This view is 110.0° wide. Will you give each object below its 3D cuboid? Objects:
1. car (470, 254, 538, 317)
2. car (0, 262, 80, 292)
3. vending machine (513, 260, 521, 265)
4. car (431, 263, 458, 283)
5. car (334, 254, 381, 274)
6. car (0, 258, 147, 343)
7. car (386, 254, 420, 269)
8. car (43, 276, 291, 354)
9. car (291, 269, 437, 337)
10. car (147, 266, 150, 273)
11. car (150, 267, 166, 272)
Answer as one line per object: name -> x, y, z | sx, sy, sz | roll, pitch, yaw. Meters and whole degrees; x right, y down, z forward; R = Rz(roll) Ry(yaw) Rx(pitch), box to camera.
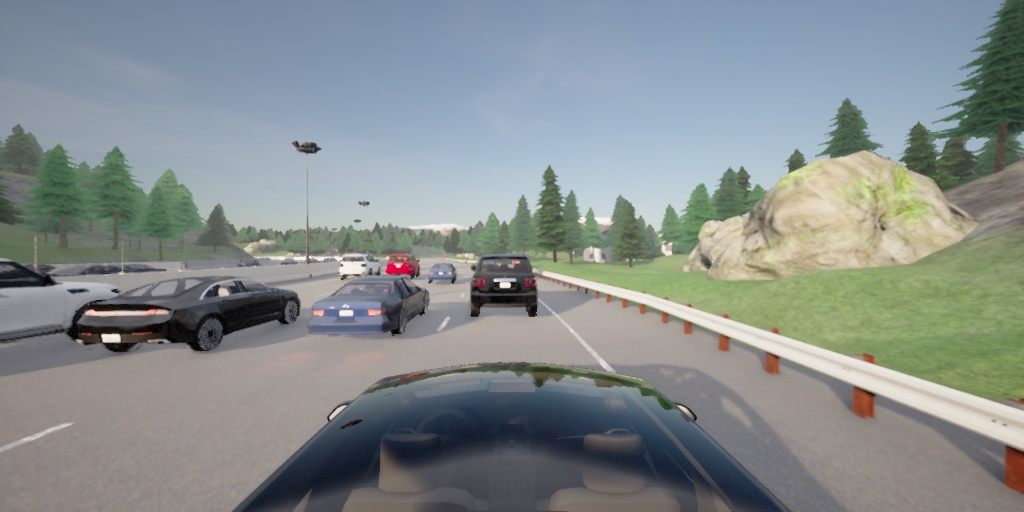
car -> -0.348, 0.930, 13.213 | 2.150, 2.045, 5.566 | 0, 1, -3
car -> -29.308, 1.187, 21.183 | 1.882, 1.535, 5.008 | 0, 0, -6
vending machine -> 0.647, 0.782, 44.013 | 1.100, 2.100, 0.880 | 0, 0, -11
car -> -5.060, 1.208, 26.405 | 2.033, 1.411, 5.357 | 0, 0, -7
car -> -12.616, 0.877, 30.063 | 2.150, 2.045, 5.566 | 0, 0, -8
car -> -10.549, 0.968, 6.502 | 2.150, 2.045, 5.566 | 0, 0, -2
car -> -9.116, 0.872, 30.261 | 2.150, 2.045, 5.566 | 0, 0, -8
car -> -7.161, 1.224, 8.745 | 2.128, 1.511, 4.902 | 0, 0, -2
car -> -3.687, 1.269, 10.229 | 2.033, 1.411, 5.357 | 0, 0, -3
car -> -21.977, 1.189, 18.331 | 1.882, 1.535, 5.008 | 0, 0, -5
car -> -26.038, 1.243, 24.000 | 2.033, 1.411, 5.357 | 0, 0, -7
